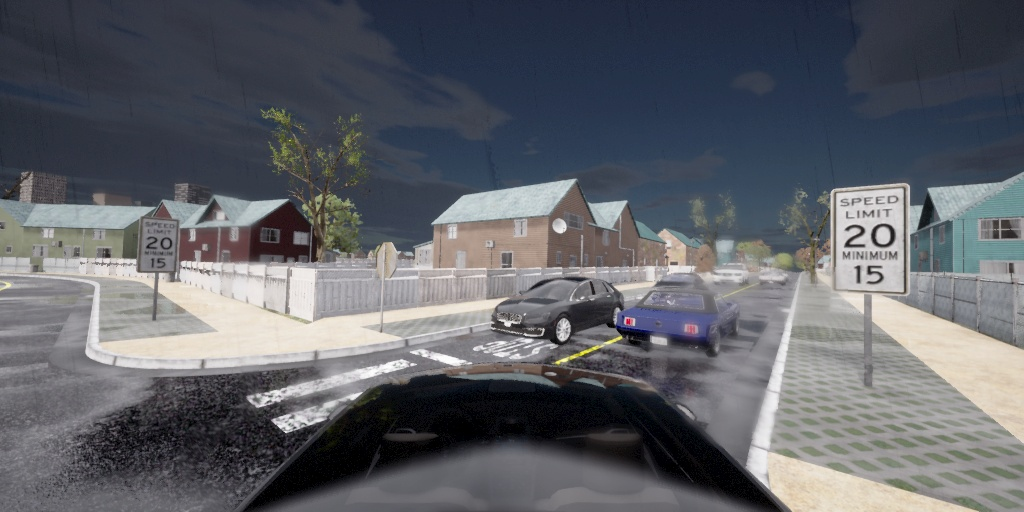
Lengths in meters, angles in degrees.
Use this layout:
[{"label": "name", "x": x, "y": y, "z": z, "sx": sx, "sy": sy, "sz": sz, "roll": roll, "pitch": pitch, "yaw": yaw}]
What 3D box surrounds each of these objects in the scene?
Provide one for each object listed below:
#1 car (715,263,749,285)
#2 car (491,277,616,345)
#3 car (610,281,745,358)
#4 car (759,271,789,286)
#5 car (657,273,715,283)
[{"label": "car", "x": 20.201, "y": 1.663, "z": 32.906, "sx": 2.150, "sy": 2.045, "sz": 5.566, "roll": 0, "pitch": -1, "yaw": 39}, {"label": "car", "x": 1.491, "y": 1.353, "z": 10.029, "sx": 1.837, "sy": 1.490, "sz": 4.892, "roll": 0, "pitch": -1, "yaw": 41}, {"label": "car", "x": 4.409, "y": 1.481, "z": 9.016, "sx": 1.895, "sy": 1.301, "sz": 4.718, "roll": 0, "pitch": -1, "yaw": 39}, {"label": "car", "x": 24.764, "y": 2.130, "z": 33.981, "sx": 1.895, "sy": 1.301, "sz": 4.718, "roll": 0, "pitch": -1, "yaw": 39}, {"label": "car", "x": 9.212, "y": 1.633, "z": 19.444, "sx": 2.033, "sy": 1.411, "sz": 5.357, "roll": 0, "pitch": -1, "yaw": 39}]
